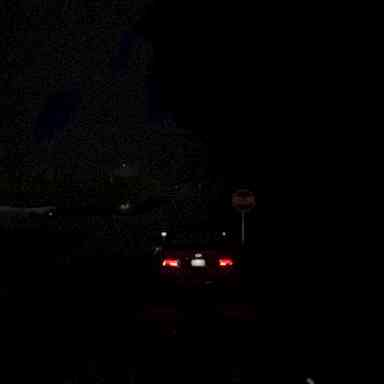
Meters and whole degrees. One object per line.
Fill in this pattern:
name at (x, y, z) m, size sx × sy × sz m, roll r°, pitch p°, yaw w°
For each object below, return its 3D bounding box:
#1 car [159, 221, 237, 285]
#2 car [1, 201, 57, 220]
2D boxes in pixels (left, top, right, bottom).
car at (0.070, 1.548, 9.552) m, size 2.033 × 1.411 × 5.357 m, roll 0°, pitch 0°, yaw -1°
car at (-12.923, 1.369, 25.146) m, size 4.718 × 1.301 × 1.895 m, roll 0°, pitch 2°, yaw 0°
